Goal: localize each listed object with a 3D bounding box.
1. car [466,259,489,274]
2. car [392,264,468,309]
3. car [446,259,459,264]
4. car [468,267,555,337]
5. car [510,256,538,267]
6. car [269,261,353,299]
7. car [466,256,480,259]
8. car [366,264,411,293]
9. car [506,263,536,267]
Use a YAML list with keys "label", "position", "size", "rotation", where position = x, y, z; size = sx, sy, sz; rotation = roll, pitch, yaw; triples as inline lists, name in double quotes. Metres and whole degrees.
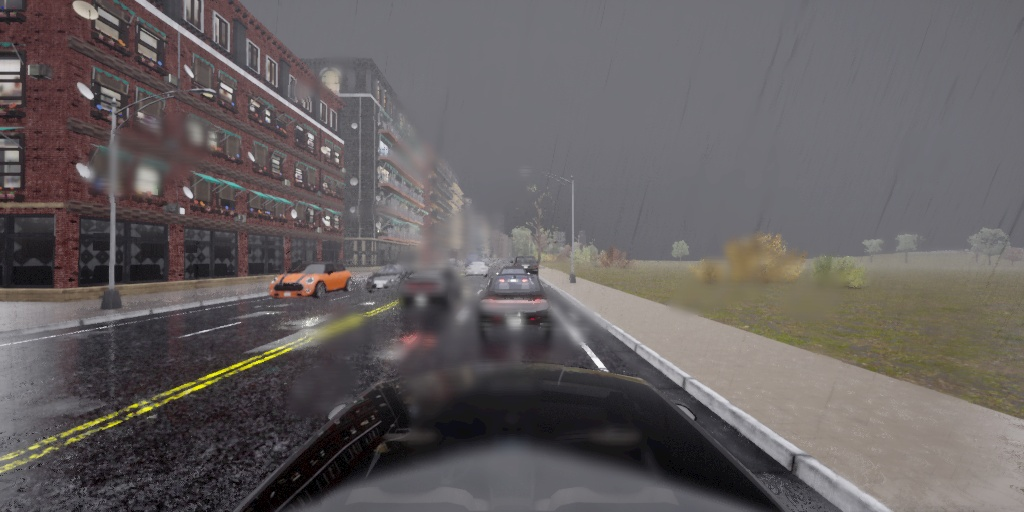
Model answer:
- label: "car"
  position: [-3.220, 1.279, 34.799]
  size: [1.812, 1.442, 4.674]
  rotation: [0, 0, 0]
- label: "car"
  position: [-3.178, 1.258, 14.934]
  size: [1.837, 1.490, 4.892]
  rotation: [0, 0, 0]
- label: "car"
  position: [-9.949, 1.277, 60.058]
  size: [1.812, 1.442, 4.674]
  rotation: [0, 0, 0]
- label: "car"
  position: [0.083, 1.243, 10.281]
  size: [2.128, 1.511, 4.902]
  rotation: [0, 0, 0]
- label: "car"
  position: [1.077, 0.979, 30.933]
  size: [2.150, 2.045, 5.566]
  rotation: [0, 0, 0]
- label: "car"
  position: [-9.884, 1.104, 18.014]
  size: [2.097, 1.767, 4.553]
  rotation: [0, 0, 0]
- label: "car"
  position: [-6.693, 0.974, 62.845]
  size: [2.150, 2.045, 5.566]
  rotation: [0, 0, 0]
- label: "car"
  position: [-6.639, 1.244, 20.461]
  size: [2.128, 1.511, 4.902]
  rotation: [0, 0, 0]
- label: "car"
  position: [0.065, 1.300, 20.721]
  size: [2.033, 1.411, 5.357]
  rotation: [0, 0, 0]
